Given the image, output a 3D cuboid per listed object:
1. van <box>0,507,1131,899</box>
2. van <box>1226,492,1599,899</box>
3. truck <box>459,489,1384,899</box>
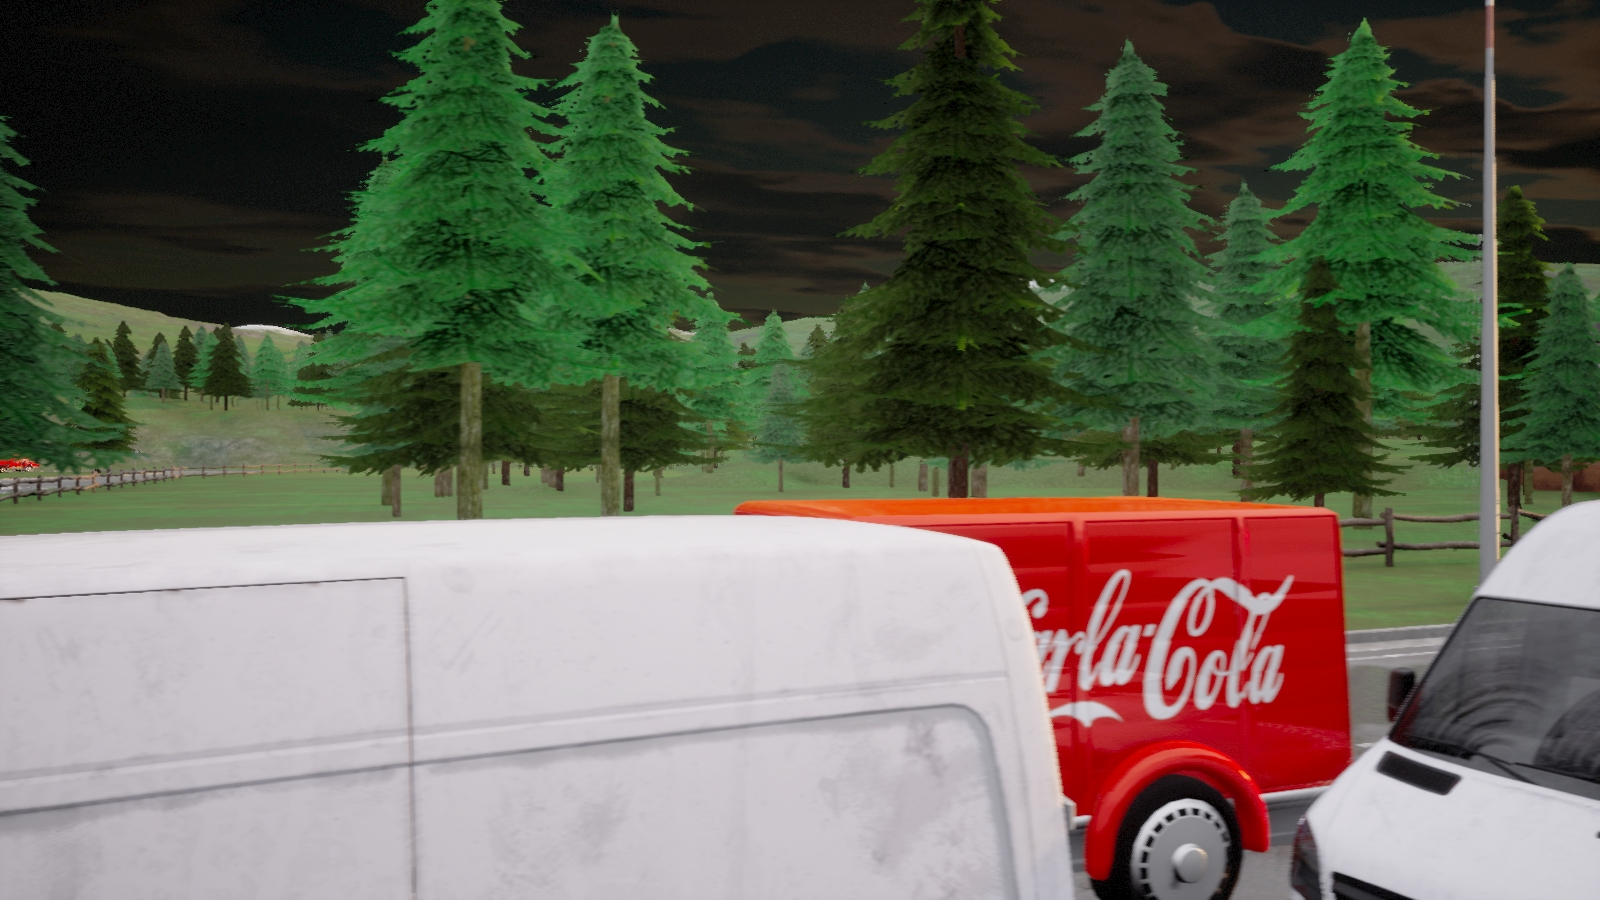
[{"bbox_3d":[-2.133,1.534,2.979,5.915,2.561,1.988,0,0,-25],"label":"van"},{"bbox_3d":[5.072,1.535,5.897,5.915,2.561,1.988,0,0,-29],"label":"van"},{"bbox_3d":[0.632,1.566,7.253,5.204,2.467,2.627,0,0,-20],"label":"truck"}]
